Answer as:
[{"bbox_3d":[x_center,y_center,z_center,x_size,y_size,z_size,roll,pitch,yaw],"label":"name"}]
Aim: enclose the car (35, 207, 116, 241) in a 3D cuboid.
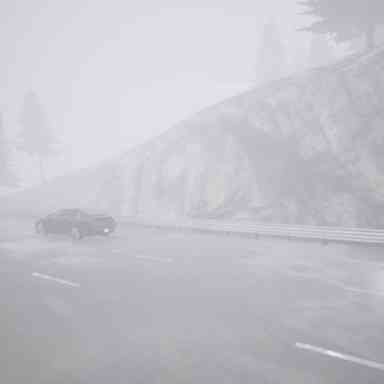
[{"bbox_3d":[-5.949,1.500,16.792,4.892,1.490,1.837,1,0,35],"label":"car"}]
